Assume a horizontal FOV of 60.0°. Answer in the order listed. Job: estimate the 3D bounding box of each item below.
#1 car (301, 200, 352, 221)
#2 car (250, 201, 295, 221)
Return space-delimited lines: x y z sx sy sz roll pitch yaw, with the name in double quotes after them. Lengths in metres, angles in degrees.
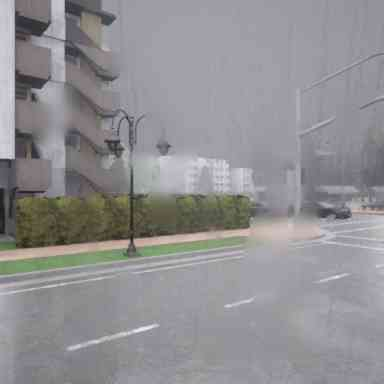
10.319 1.471 27.096 1.882 1.535 5.008 0 0 -39 "car"
5.702 1.499 27.226 1.837 1.490 4.892 0 0 -38 "car"
